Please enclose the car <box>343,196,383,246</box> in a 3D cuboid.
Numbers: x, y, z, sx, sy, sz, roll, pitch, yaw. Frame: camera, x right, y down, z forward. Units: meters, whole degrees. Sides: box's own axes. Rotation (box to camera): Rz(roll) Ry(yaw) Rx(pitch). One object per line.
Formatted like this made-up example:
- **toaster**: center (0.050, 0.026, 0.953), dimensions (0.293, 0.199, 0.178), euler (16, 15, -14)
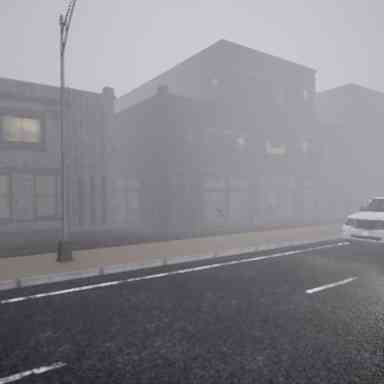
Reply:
- **car**: center (8.586, 1.167, 13.794), dimensions (5.566, 2.045, 2.150), euler (0, 0, -35)
